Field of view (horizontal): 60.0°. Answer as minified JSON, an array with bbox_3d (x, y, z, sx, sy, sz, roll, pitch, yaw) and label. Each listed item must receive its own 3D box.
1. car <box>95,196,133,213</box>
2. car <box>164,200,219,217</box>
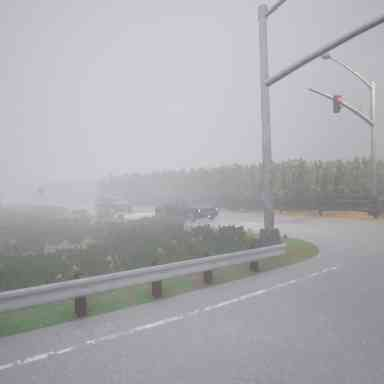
[{"bbox_3d":[-7.071,1.128,29.795,1.837,1.490,4.892,-3,2,-40],"label":"car"},{"bbox_3d":[-0.405,1.185,21.994,1.895,1.301,4.718,-3,2,-41],"label":"car"}]
